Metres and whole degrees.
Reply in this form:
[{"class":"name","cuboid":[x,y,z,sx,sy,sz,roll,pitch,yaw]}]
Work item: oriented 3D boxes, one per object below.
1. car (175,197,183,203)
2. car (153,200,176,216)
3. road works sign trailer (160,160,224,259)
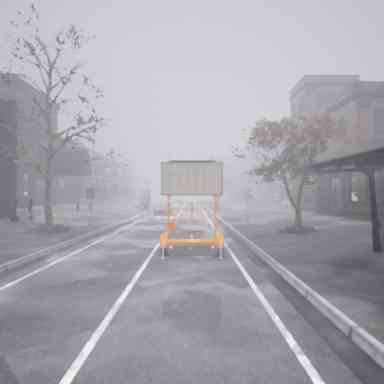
[{"class":"car","cuboid":[-3.003,1.758,76.936,2.033,1.411,5.357,0,0,0]},{"class":"car","cuboid":[-3.096,1.880,36.444,1.994,1.385,4.181,0,-1,0]},{"class":"road works sign trailer","cuboid":[0.000,0.552,12.925,2.380,3.560,2.880,0,-1,0]}]
